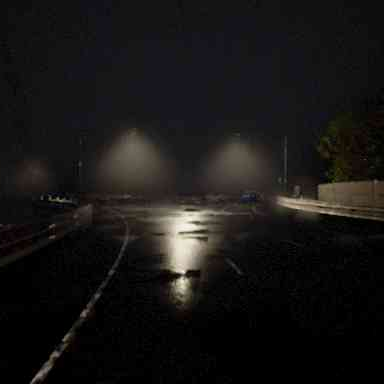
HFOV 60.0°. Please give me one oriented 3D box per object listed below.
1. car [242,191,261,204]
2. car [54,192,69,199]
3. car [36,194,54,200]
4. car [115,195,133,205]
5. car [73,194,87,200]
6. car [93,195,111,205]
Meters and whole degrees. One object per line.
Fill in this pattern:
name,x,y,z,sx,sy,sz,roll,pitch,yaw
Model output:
car,9.721,0.866,53.987,2.150,2.045,5.566,0,0,22
car,-32.466,1.238,80.364,4.181,1.385,1.994,0,0,40
car,-34.815,1.264,77.791,4.181,1.385,1.994,0,0,40
car,-10.927,1.234,53.449,2.128,1.511,4.902,0,0,-30
car,-27.133,1.208,80.129,4.181,1.385,1.994,0,0,43
car,-14.011,1.271,51.812,1.837,1.490,4.892,0,0,-30
